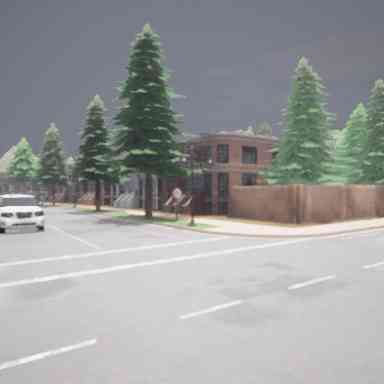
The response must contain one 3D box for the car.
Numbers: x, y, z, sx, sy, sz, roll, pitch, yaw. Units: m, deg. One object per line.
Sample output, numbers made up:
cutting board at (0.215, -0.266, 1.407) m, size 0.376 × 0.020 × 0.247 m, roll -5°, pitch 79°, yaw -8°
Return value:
car at (-10.062, 1.163, 19.299) m, size 2.150 × 2.045 × 5.566 m, roll -1°, pitch 0°, yaw -33°
